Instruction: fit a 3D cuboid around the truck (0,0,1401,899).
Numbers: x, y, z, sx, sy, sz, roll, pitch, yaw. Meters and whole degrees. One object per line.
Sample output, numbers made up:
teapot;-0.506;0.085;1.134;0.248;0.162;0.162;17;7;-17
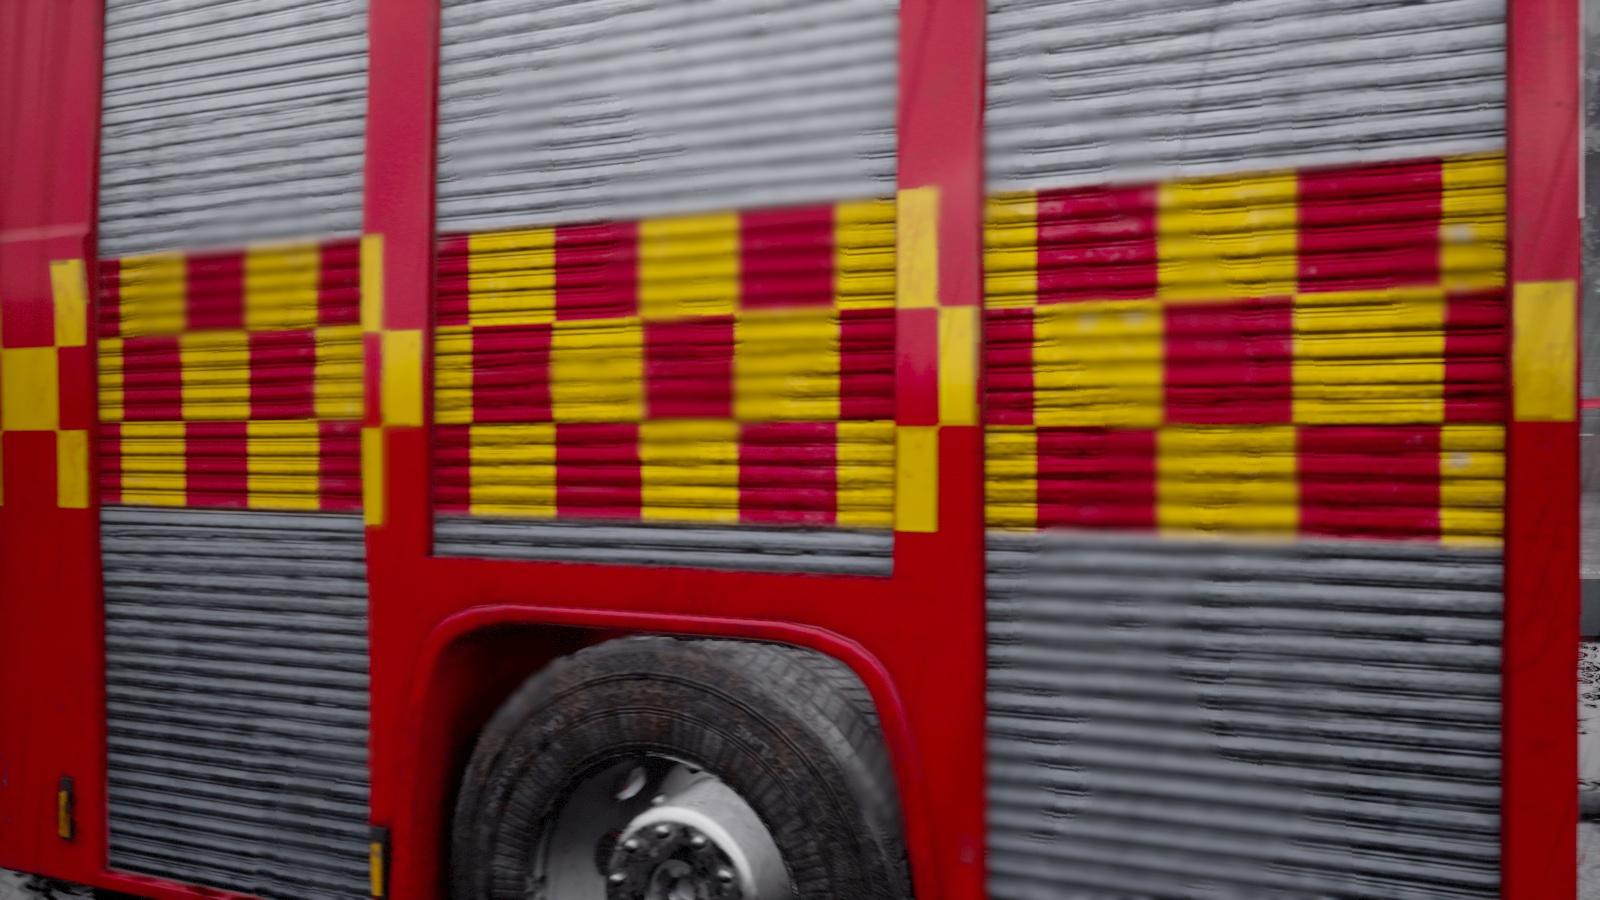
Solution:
truck;-2.314;-0.414;5.040;8.468;3.827;2.891;1;1;25
